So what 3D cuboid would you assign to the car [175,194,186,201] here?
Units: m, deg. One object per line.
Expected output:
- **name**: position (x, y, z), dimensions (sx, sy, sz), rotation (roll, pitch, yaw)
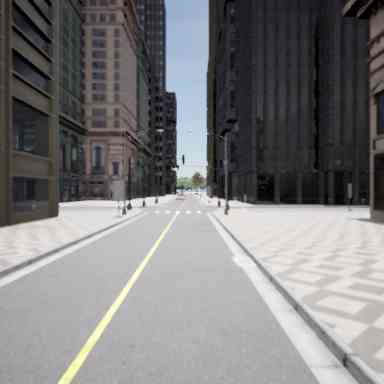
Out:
- **car**: position (-3.022, 1.295, 82.719), dimensions (2.097, 1.767, 4.553), rotation (0, 0, 0)
